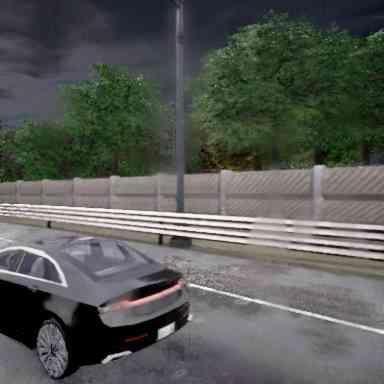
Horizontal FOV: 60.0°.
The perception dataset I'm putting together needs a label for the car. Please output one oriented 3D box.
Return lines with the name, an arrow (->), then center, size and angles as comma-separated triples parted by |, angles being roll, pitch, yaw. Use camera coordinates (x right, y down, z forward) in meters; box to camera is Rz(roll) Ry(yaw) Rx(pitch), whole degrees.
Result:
car -> -2.280, 1.494, 5.502 | 4.902, 1.511, 2.128 | 0, 0, 36
